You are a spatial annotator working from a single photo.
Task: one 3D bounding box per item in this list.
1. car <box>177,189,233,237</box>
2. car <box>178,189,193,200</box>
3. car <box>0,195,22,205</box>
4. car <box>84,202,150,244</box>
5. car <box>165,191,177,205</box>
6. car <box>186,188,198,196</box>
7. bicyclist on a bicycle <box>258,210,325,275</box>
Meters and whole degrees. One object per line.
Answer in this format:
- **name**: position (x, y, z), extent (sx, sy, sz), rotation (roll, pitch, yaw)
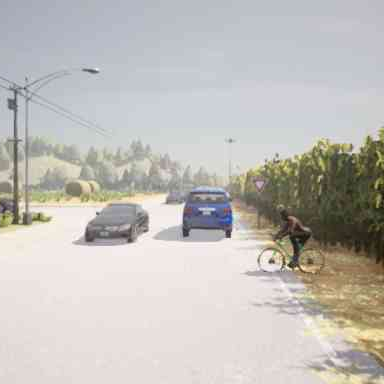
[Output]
- **car**: position (0.777, 0.861, 15.912), extent (2.150, 2.045, 5.566), rotation (1, 2, 4)
- **car**: position (-0.954, 0.346, 49.958), extent (1.837, 1.490, 4.892), rotation (1, 1, 3)
- **car**: position (-15.086, 0.778, 24.626), extent (4.902, 1.511, 2.128), rotation (1, 1, 3)
- **car**: position (-2.956, 1.175, 14.090), extent (1.812, 1.442, 4.674), rotation (1, 1, 3)
- **car**: position (-1.768, 0.618, 37.872), extent (1.837, 1.490, 4.892), rotation (1, 1, 7)
- **car**: position (0.049, 0.027, 66.057), extent (2.033, 1.411, 5.357), rotation (1, 1, 4)
- **bicyclist on a bicycle**: position (2.476, 1.274, 8.294), extent (1.656, 1.620, 0.582), rotation (0, 1, 3)
